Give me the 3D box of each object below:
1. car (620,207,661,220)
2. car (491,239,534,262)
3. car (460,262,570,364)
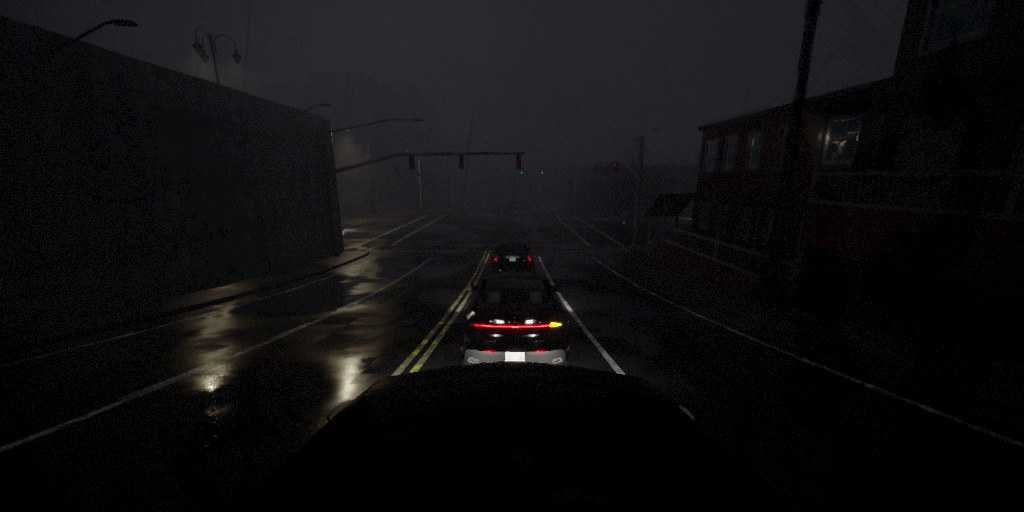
[{"bbox_3d":[16.478,-5.547,45.996,5.008,1.535,1.882,0,12,0],"label":"car"},{"bbox_3d":[0.045,-0.110,18.859,2.097,1.767,4.553,0,8,0],"label":"car"},{"bbox_3d":[0.061,1.098,7.665,1.837,1.490,4.892,0,3,0],"label":"car"}]
